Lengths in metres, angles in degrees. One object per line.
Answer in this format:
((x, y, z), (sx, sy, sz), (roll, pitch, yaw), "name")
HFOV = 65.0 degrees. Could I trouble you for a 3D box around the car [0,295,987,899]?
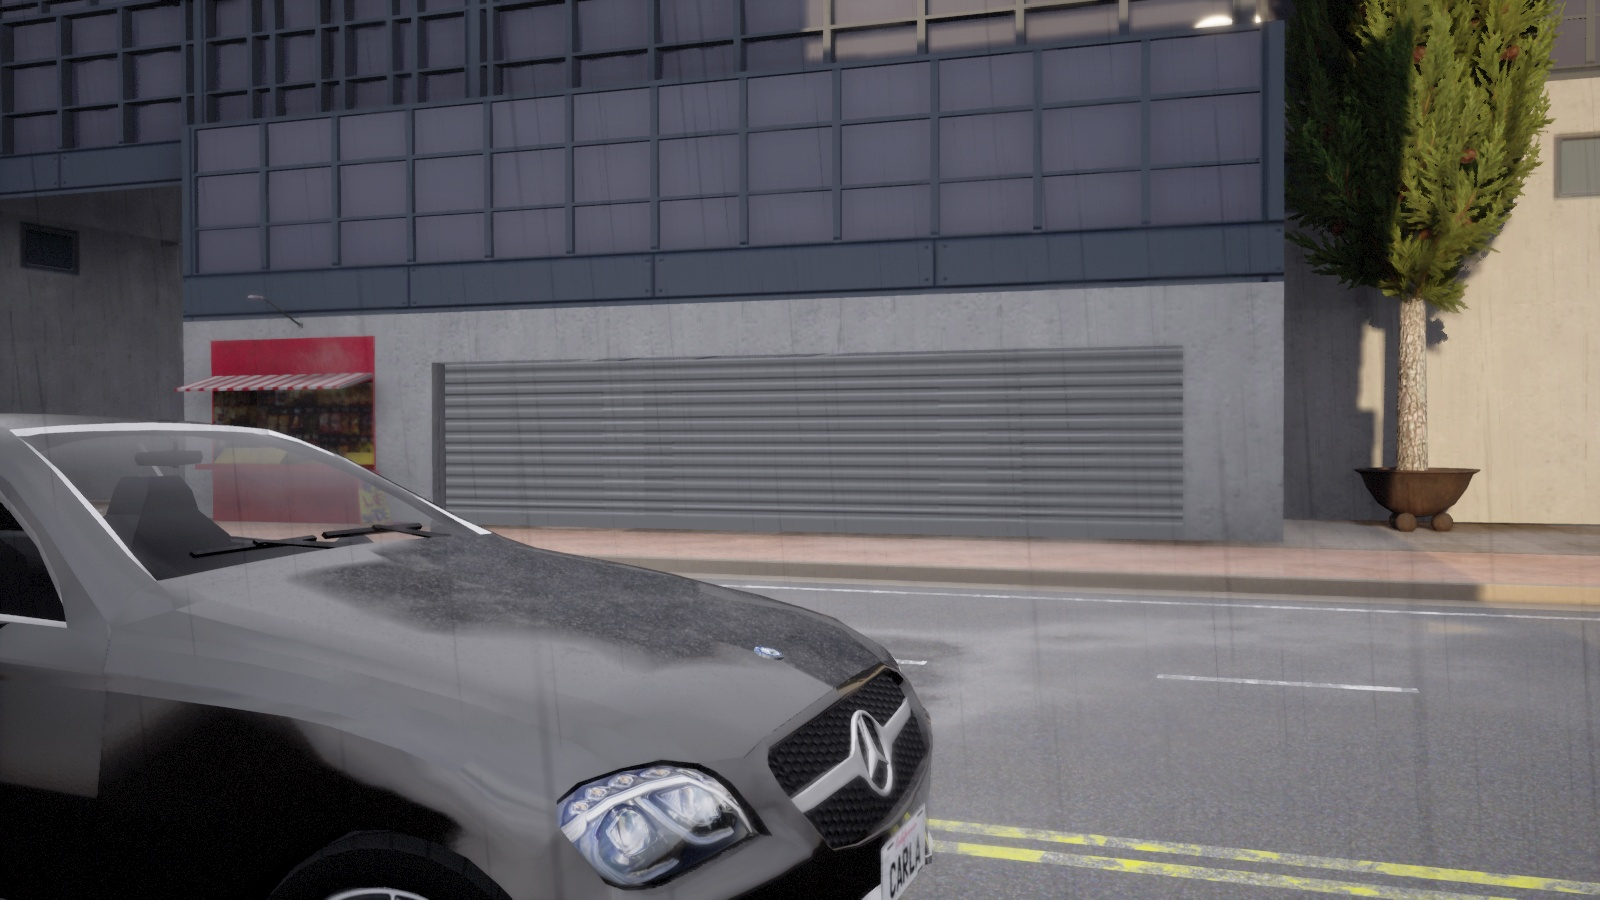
((-2.120, 0.535, 3.904), (5.027, 1.651, 2.152), (1, 1, 19), "car")
